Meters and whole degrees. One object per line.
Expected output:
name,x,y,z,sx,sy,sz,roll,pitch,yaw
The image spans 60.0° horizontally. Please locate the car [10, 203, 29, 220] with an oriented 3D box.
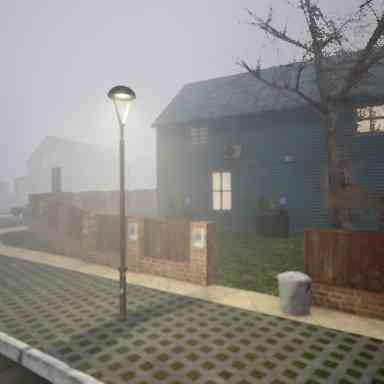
car,-9.200,1.069,21.961,1.895,1.301,4.718,-1,1,30
